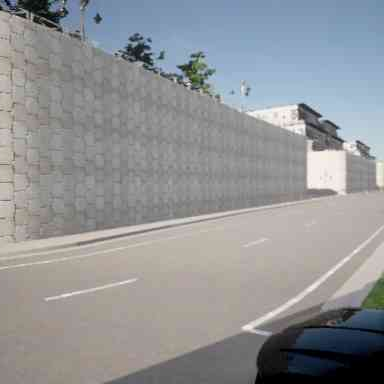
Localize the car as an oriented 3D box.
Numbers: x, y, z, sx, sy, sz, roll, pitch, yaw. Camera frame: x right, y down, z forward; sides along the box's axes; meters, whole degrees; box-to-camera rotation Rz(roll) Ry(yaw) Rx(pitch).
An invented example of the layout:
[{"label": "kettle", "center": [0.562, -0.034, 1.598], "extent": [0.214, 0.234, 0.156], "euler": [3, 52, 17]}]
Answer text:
[{"label": "car", "center": [2.760, 1.407, 1.750], "extent": [5.008, 1.535, 1.882], "euler": [0, 1, 36]}]
